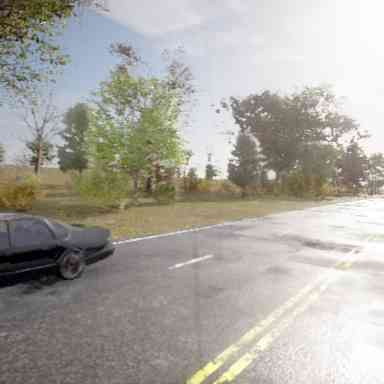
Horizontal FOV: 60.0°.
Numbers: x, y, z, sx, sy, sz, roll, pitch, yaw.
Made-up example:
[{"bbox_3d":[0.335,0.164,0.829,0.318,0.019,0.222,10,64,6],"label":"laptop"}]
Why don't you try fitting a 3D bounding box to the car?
[{"bbox_3d":[-3.960,1.122,6.354,2.033,1.411,5.357,4,3,35],"label":"car"}]
